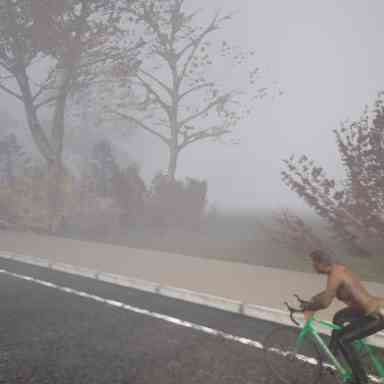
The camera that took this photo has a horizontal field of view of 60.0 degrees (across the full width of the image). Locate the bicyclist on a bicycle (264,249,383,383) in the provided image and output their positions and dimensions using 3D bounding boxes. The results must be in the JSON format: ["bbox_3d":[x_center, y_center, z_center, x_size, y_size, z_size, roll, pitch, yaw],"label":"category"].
[{"bbox_3d":[1.541,1.447,3.539,1.656,1.620,0.582,0,0,35],"label":"bicyclist on a bicycle"}]
